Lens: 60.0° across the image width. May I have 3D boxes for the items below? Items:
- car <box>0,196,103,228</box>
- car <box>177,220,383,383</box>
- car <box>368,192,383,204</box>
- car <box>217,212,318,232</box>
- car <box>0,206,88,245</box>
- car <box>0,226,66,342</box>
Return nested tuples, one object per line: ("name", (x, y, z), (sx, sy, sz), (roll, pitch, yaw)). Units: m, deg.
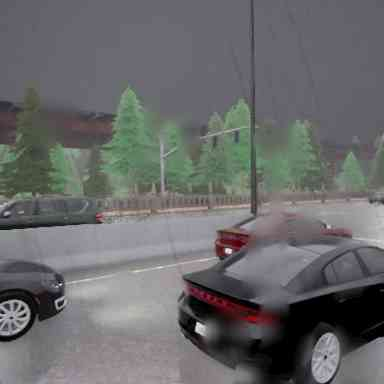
("car", (-6.152, 1.213, 12.505), (5.566, 2.045, 2.150), (-1, 0, -36))
("car", (2.141, 1.426, 5.338), (5.008, 1.535, 1.882), (-1, 1, -35))
("car", (24.978, 0.740, 43.435), (4.892, 1.490, 1.837), (-1, 1, -36))
("car", (2.983, 1.367, 10.225), (5.008, 1.535, 1.882), (-1, 1, -35))
("car", (-7.556, 1.504, 15.809), (4.674, 1.442, 1.812), (-1, 1, -36))
("car", (-4.440, 1.503, 4.883), (4.892, 1.490, 1.837), (0, 0, -35))
